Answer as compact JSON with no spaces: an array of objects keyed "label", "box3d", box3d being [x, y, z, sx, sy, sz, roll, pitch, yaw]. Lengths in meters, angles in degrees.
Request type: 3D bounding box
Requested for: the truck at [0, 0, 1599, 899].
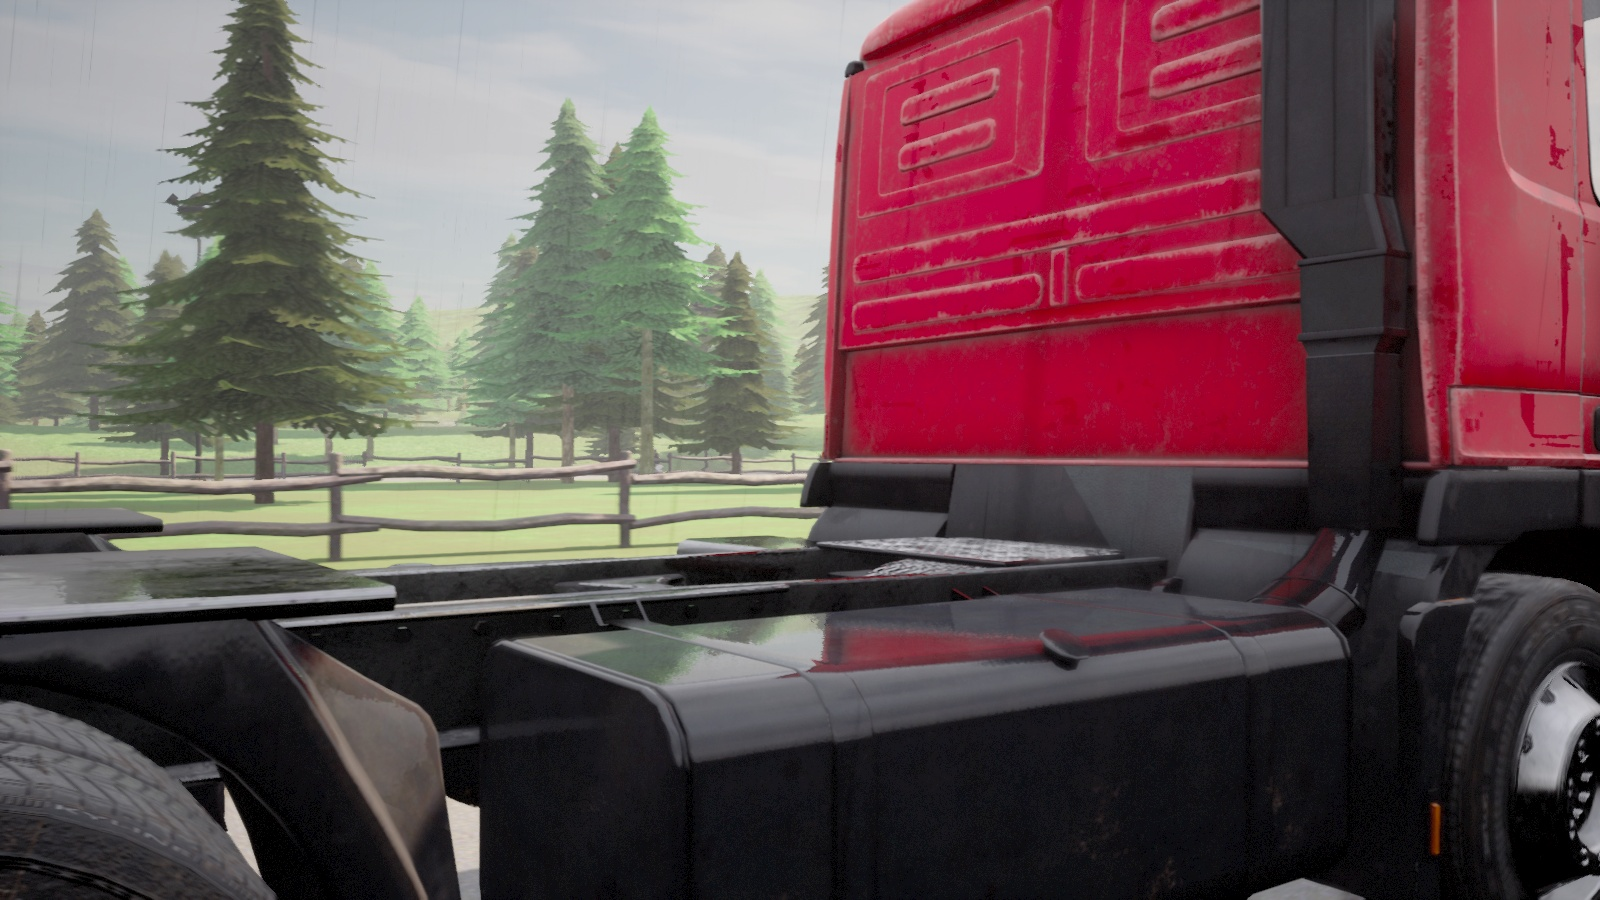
[{"label":"truck","box3d":[-0.545,-0.228,3.281,7.936,3.462,2.891,0,0,-35]}]
